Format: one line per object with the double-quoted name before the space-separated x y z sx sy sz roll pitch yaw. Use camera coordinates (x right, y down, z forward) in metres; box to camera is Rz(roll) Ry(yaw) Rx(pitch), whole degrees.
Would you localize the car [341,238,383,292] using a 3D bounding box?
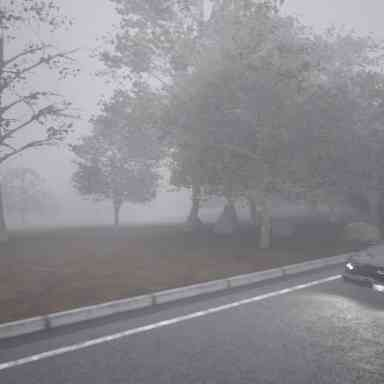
"car" 5.939 1.531 8.224 5.357 1.411 2.033 0 0 -35
